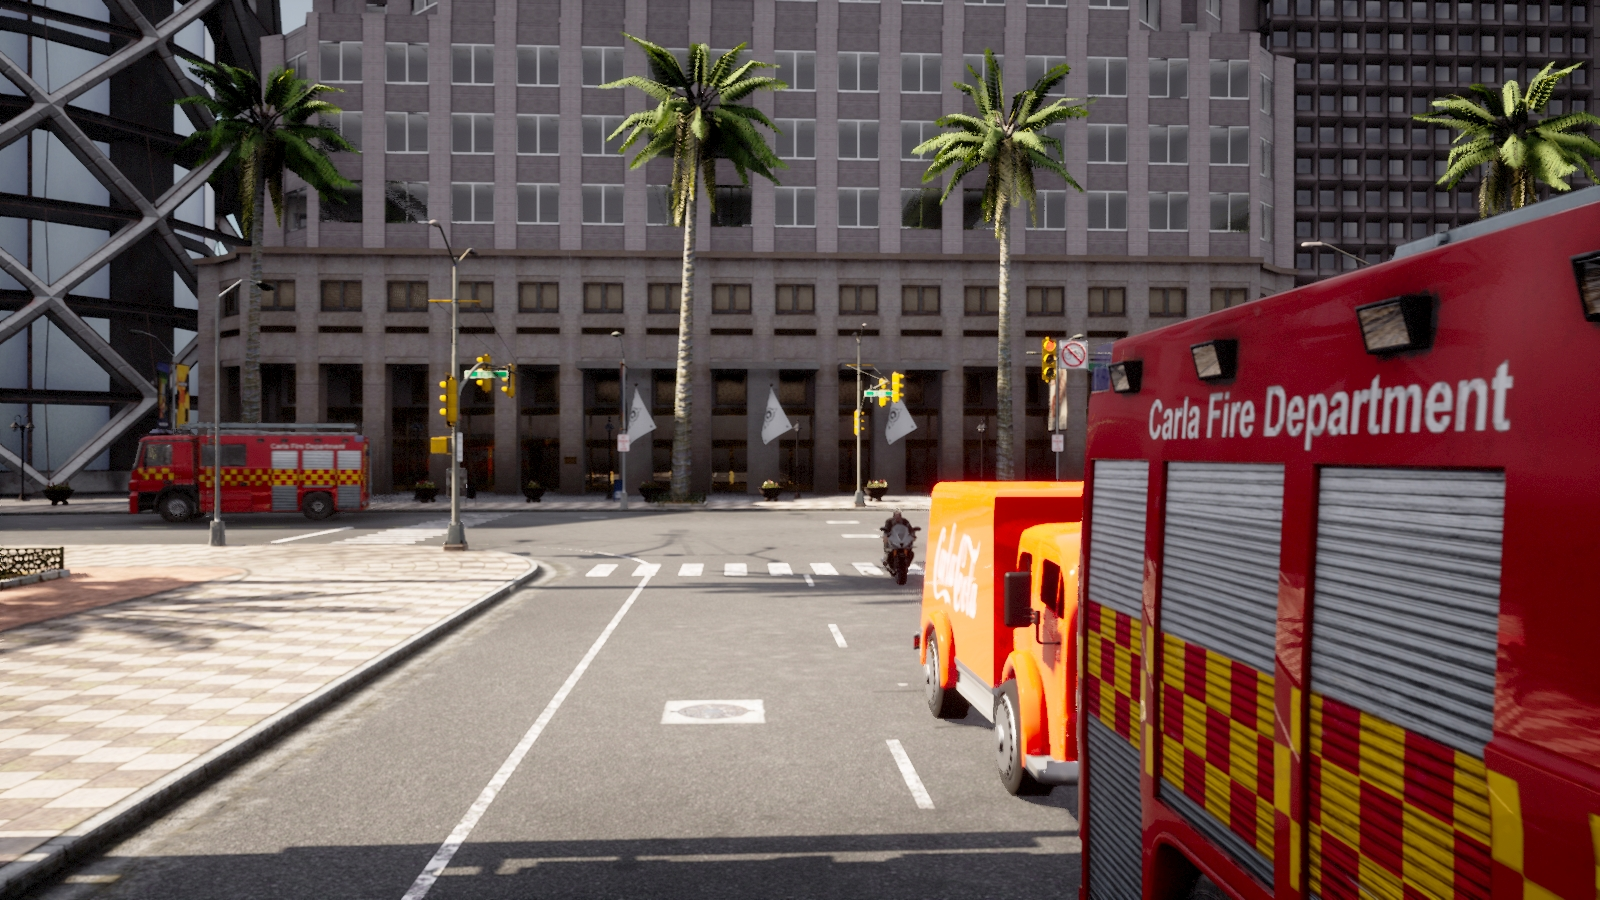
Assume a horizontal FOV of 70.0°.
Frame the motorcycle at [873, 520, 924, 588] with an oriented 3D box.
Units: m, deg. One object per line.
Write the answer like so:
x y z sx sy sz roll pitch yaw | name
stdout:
2.077 2.192 24.432 0.867 1.251 2.209 0 0 -1 | motorcycle

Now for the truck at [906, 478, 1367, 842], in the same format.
2.674 1.562 10.819 2.627 2.467 5.204 0 0 -3 | truck

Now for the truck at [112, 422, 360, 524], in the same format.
-22.123 0.867 45.375 8.468 3.827 2.891 0 0 -16 | truck
